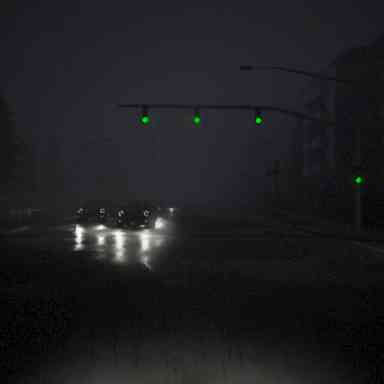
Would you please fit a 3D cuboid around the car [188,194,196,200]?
[{"bbox_3d":[0.009,1.287,86.786,1.812,1.442,4.674,0,0,0],"label":"car"}]

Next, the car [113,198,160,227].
[{"bbox_3d":[-3.597,1.314,22.410,2.097,1.767,4.553,0,0,0],"label":"car"}]

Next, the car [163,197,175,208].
[{"bbox_3d":[-3.515,1.447,46.885,1.812,1.442,4.674,0,0,1],"label":"car"}]

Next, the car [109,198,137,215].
[{"bbox_3d":[-7.087,1.420,34.538,1.882,1.535,5.008,0,1,0],"label":"car"}]

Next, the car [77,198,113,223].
[{"bbox_3d":[-7.096,1.310,25.312,2.097,1.767,4.553,0,0,0],"label":"car"}]

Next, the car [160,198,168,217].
[{"bbox_3d":[-3.592,1.548,31.402,1.895,1.301,4.718,0,0,0],"label":"car"}]
